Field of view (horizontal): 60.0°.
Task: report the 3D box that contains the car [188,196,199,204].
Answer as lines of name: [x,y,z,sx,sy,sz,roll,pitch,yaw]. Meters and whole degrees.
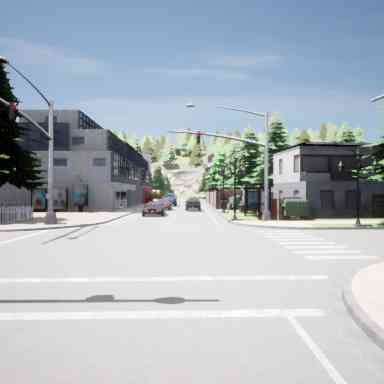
car: [0.186,1.548,63.839,2.033,1.411,5.357,0,0,0]

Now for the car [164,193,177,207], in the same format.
car: [-3.519,1.221,52.455,2.150,2.045,5.566,0,0,0]

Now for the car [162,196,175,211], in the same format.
car: [-3.535,1.526,41.828,1.812,1.442,4.674,0,0,0]

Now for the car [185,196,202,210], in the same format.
car: [0.146,1.505,42.097,1.837,1.490,4.892,0,0,0]

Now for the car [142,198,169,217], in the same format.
car: [-3.552,1.564,31.666,1.994,1.385,4.181,0,0,0]
